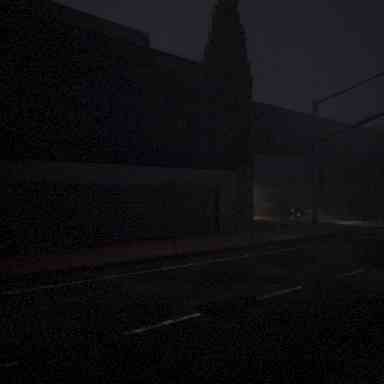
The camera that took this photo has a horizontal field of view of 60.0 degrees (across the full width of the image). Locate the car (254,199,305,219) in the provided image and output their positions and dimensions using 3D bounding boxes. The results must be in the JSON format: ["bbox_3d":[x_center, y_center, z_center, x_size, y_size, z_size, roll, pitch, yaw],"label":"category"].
[{"bbox_3d":[7.651,1.601,29.751,1.895,1.301,4.718,0,0,-37],"label":"car"}]

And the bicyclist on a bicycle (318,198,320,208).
[{"bbox_3d":[16.238,1.303,43.289,1.656,1.620,0.582,0,0,-37],"label":"bicyclist on a bicycle"}]

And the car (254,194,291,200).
[{"bbox_3d":[8.713,1.221,34.182,2.150,2.045,5.566,0,0,-36],"label":"car"}]
